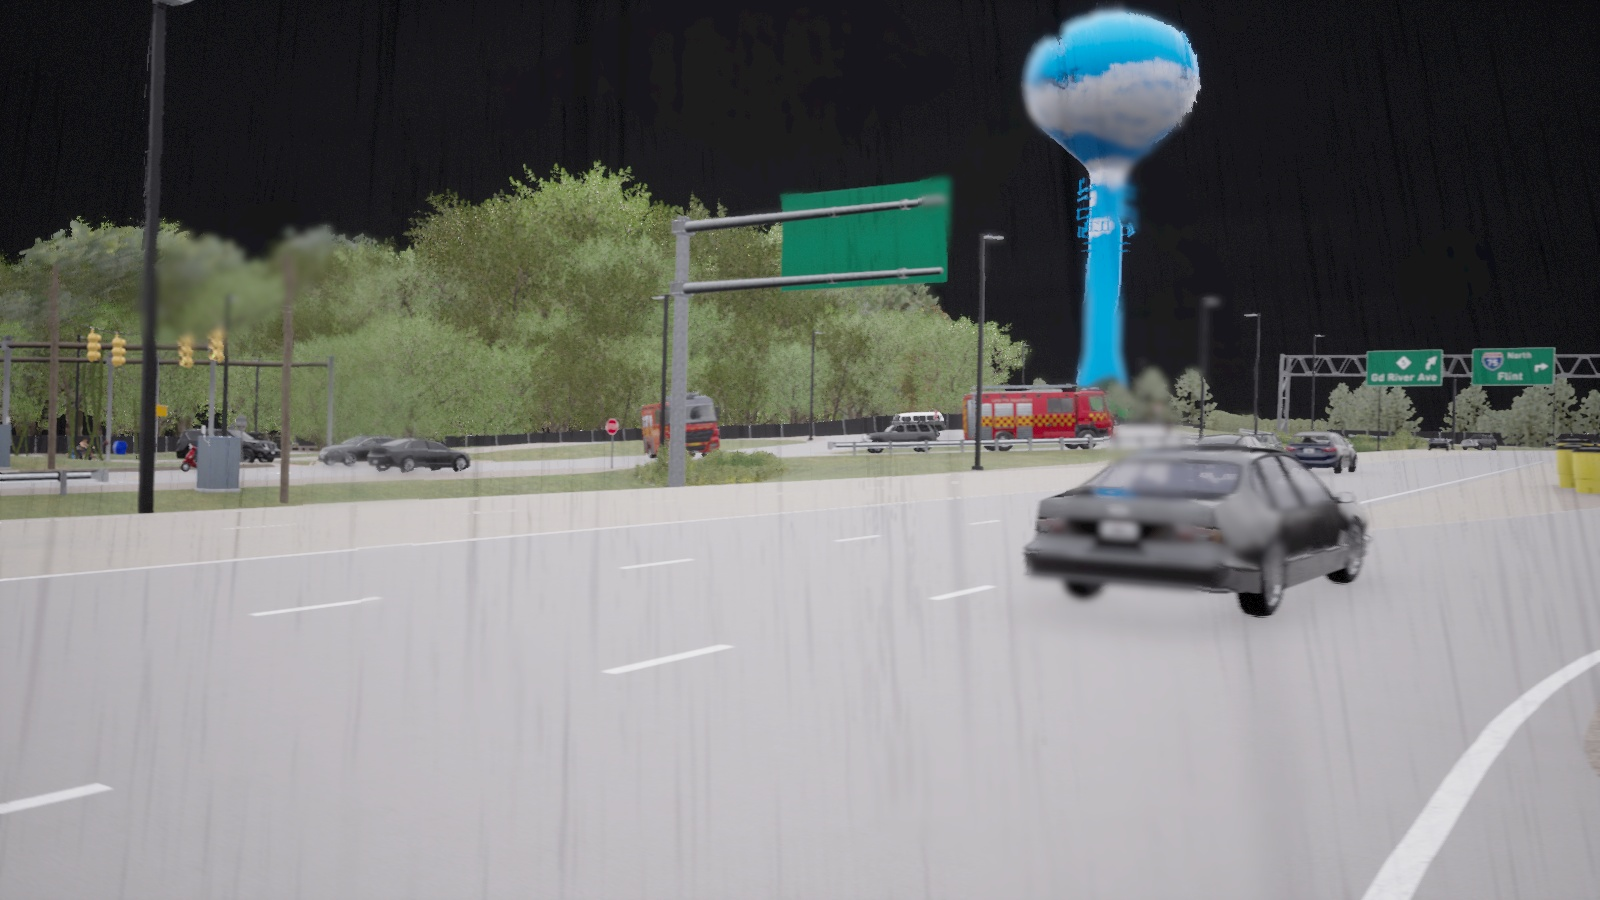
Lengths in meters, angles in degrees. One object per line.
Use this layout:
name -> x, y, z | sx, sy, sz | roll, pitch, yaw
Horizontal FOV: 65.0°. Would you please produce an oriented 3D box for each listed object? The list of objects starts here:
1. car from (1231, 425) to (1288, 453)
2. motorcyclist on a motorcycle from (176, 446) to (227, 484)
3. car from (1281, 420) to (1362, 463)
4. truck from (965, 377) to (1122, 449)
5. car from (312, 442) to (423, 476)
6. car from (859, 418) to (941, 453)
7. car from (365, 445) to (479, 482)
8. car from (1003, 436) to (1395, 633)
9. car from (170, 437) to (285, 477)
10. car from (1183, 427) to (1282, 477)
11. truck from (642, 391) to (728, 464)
car -> 25.999, -0.648, 70.971 | 2.007, 1.525, 4.514 | 1, 1, 34
motorcyclist on a motorcycle -> -26.389, 0.635, 55.395 | 0.866, 1.590, 1.817 | 0, 2, 33
car -> 21.513, -0.377, 51.701 | 2.242, 1.667, 4.611 | 0, 1, 34
truck -> 14.241, -2.154, 73.669 | 8.468, 3.827, 2.891 | -2, 1, -8
car -> -21.534, 0.423, 62.688 | 2.128, 1.511, 4.902 | 1, 2, 36
car -> 6.029, -0.856, 75.943 | 4.605, 1.855, 1.932 | -3, 0, -7
car -> -17.051, 0.575, 56.903 | 1.837, 1.490, 4.892 | 0, 2, 33
car -> 4.080, 0.595, 12.064 | 2.033, 1.411, 5.357 | 1, 1, 36
car -> -32.132, 0.400, 70.579 | 5.566, 2.045, 2.150 | -1, 0, 9
car -> 14.029, 0.009, 40.535 | 1.837, 1.490, 4.892 | 0, 1, 34
truck -> -6.886, -1.257, 73.969 | 2.891, 3.827, 8.468 | -6, 2, -18
